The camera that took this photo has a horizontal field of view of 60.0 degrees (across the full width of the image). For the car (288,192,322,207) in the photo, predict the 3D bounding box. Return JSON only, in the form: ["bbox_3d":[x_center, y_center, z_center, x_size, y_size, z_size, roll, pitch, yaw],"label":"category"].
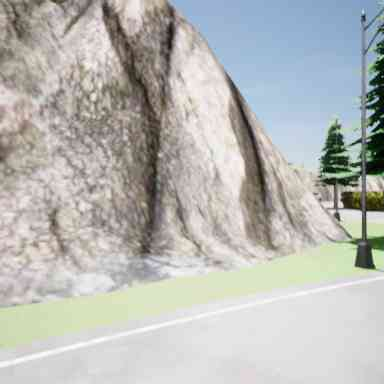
[{"bbox_3d":[19.118,0.980,55.187,5.566,2.045,2.150,0,0,-31],"label":"car"}]
